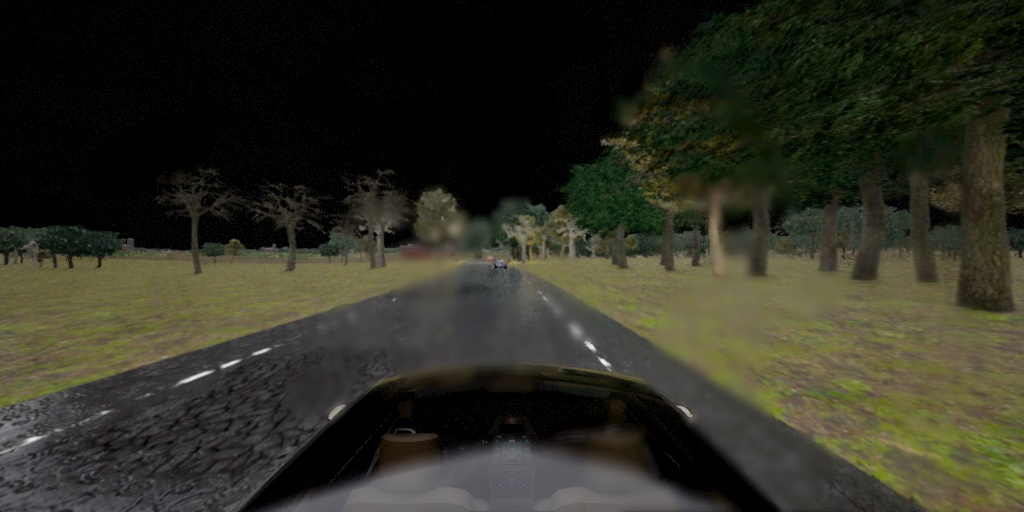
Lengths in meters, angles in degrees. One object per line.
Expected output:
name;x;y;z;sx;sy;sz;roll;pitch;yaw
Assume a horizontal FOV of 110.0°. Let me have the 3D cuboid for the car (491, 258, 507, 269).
car;-1.868;1.323;56.506;2.163;1.488;4.792;0;0;-4
